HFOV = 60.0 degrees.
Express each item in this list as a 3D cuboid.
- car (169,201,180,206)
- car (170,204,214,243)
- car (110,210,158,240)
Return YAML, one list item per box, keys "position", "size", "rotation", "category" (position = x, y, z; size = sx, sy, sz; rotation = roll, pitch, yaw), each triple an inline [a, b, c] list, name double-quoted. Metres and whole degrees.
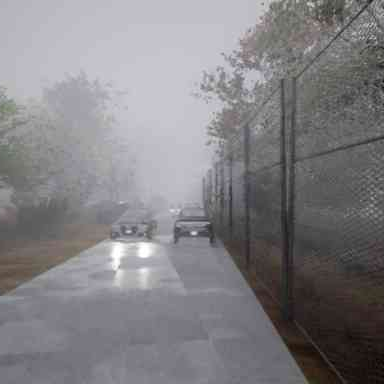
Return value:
- position: [-2.858, 2.317, 58.620]
  size: [2.128, 1.511, 4.902]
  rotation: [0, -2, 2]
  category: "car"
- position: [0.076, 1.552, 16.537]
  size: [2.128, 1.511, 4.902]
  rotation: [0, 0, 0]
  category: "car"
- position: [-2.875, 1.629, 17.144]
  size: [1.994, 1.385, 4.181]
  rotation: [0, 0, 0]
  category: "car"
